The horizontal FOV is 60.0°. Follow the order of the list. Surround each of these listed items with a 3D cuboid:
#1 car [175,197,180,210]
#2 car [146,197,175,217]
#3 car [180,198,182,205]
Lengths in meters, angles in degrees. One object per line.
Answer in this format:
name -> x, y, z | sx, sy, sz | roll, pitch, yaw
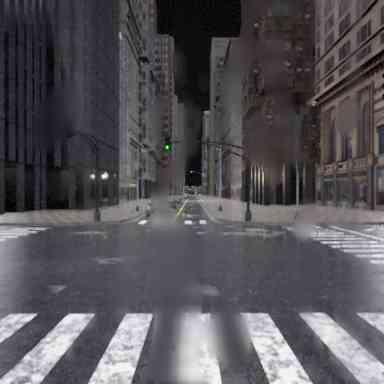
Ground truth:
car -> -3.047, 1.631, 45.429 | 2.033, 1.411, 5.357 | 0, 0, 0
car -> -3.037, 1.408, 31.351 | 2.097, 1.767, 4.553 | 0, 0, 0
car -> -3.001, 1.687, 63.258 | 1.994, 1.385, 4.181 | 0, 0, 0
